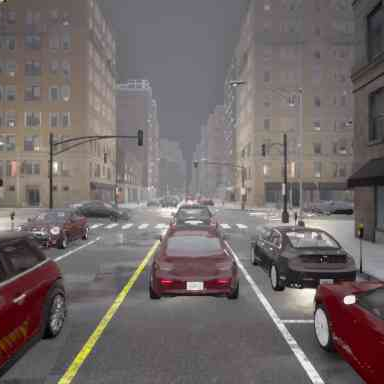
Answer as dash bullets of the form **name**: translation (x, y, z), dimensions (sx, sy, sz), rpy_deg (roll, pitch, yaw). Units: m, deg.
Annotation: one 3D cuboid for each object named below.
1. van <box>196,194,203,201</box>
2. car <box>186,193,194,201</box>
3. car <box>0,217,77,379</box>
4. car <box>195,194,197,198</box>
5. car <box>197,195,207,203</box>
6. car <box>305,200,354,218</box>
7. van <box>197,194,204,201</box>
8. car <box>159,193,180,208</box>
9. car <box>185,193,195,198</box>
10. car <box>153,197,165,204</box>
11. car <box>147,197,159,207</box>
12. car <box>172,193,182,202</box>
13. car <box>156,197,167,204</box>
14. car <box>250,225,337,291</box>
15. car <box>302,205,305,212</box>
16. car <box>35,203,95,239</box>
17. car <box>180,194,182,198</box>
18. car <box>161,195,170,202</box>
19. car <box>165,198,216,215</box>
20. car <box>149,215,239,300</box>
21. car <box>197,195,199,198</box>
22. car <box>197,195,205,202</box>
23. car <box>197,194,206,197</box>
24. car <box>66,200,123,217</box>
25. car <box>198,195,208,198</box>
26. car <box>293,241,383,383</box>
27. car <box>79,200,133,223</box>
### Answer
- **van**: translation (2.002, 1.505, 91.236), dimensions (1.690, 1.788, 3.998), rpy_deg (0, 0, -1)
- **car**: translation (-0.658, 1.384, 90.133), dimensions (2.150, 2.045, 5.566), rpy_deg (0, 0, -1)
- **car**: translation (-3.093, 1.353, 3.519), dimensions (2.097, 1.767, 4.553), rpy_deg (0, 0, 0)
- **car**: translation (2.253, 1.400, 69.208), dimensions (2.192, 1.841, 5.009), rpy_deg (0, 0, -1)
- **car**: translation (2.189, 1.542, 74.715), dimensions (1.967, 1.590, 4.097), rpy_deg (0, 0, -1)
- **car**: translation (13.403, 1.553, 30.456), dimensions (4.902, 1.511, 2.128), rpy_deg (0, 0, 0)
- **van**: translation (2.065, 1.482, 85.729), dimensions (1.690, 1.788, 3.998), rpy_deg (0, 0, -1)
- **car**: translation (-3.263, 1.391, 48.479), dimensions (2.097, 1.767, 4.553), rpy_deg (0, 0, -1)
- **car**: translation (-0.535, 1.342, 79.415), dimensions (2.150, 2.045, 5.566), rpy_deg (0, 0, -1)
- **car**: translation (-6.210, 1.614, 63.610), dimensions (1.887, 1.381, 4.507), rpy_deg (0, 0, -1)
- **car**: translation (-6.085, 1.596, 52.594), dimensions (2.008, 1.369, 4.403), rpy_deg (0, 0, -1)
- **car**: translation (-3.518, 1.337, 77.811), dimensions (2.150, 2.045, 5.566), rpy_deg (0, 0, -1)
- **car**: translation (-6.273, 1.666, 69.117), dimensions (1.802, 1.307, 4.206), rpy_deg (0, 0, -1)
- **car**: translation (2.658, 1.554, 8.761), dimensions (2.008, 1.369, 4.403), rpy_deg (0, 0, 0)
- **car**: translation (14.640, 1.648, 37.173), dimensions (4.674, 1.442, 1.812), rpy_deg (0, 0, 1)
- **car**: translation (-5.877, 1.445, 14.233), dimensions (1.967, 1.590, 4.097), rpy_deg (0, 0, 0)
- **car**: translation (-3.420, 1.605, 67.280), dimensions (1.812, 1.442, 4.674), rpy_deg (0, 0, 0)
- **car**: translation (-6.398, 1.560, 80.133), dimensions (1.967, 1.590, 4.097), rpy_deg (0, 0, -1)
- **car**: translation (0.068, 1.358, 15.603), dimensions (2.097, 1.767, 4.553), rpy_deg (0, 0, 0)
- **car**: translation (0.020, 1.528, 8.299), dimensions (1.812, 1.442, 4.674), rpy_deg (0, 0, -1)
- **car**: translation (2.377, 1.623, 58.194), dimensions (1.947, 1.339, 4.313), rpy_deg (0, 0, -1)
- **car**: translation (2.127, 1.560, 80.221), dimensions (1.967, 1.590, 4.097), rpy_deg (0, 0, -1)
- **car**: translation (2.313, 1.596, 63.871), dimensions (1.752, 1.417, 4.829), rpy_deg (0, 0, -1)
- **car**: translation (-8.790, 1.490, 30.283), dimensions (4.674, 1.442, 1.812), rpy_deg (0, 0, 0)
- **car**: translation (2.440, 1.591, 52.687), dimensions (1.887, 1.381, 4.507), rpy_deg (0, 0, -1)
- **car**: translation (2.669, 1.545, 3.270), dimensions (1.887, 1.381, 4.507), rpy_deg (0, 0, 0)
- **car**: translation (-6.735, 1.468, 25.380), dimensions (4.674, 1.442, 1.812), rpy_deg (0, 0, 22)
